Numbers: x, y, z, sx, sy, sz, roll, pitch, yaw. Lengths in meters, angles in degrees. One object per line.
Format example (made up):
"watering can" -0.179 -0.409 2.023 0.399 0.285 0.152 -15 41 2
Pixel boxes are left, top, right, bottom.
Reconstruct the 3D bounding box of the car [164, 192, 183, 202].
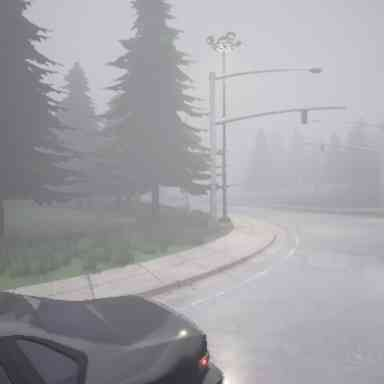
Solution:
"car" -3.303 1.191 65.458 2.033 1.411 5.357 -1 0 -21

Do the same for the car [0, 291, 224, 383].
"car" -2.264 1.552 2.107 5.357 1.411 2.033 -1 1 -37

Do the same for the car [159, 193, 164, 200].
"car" -7.205 0.801 75.187 2.150 2.045 5.566 -1 0 -22
